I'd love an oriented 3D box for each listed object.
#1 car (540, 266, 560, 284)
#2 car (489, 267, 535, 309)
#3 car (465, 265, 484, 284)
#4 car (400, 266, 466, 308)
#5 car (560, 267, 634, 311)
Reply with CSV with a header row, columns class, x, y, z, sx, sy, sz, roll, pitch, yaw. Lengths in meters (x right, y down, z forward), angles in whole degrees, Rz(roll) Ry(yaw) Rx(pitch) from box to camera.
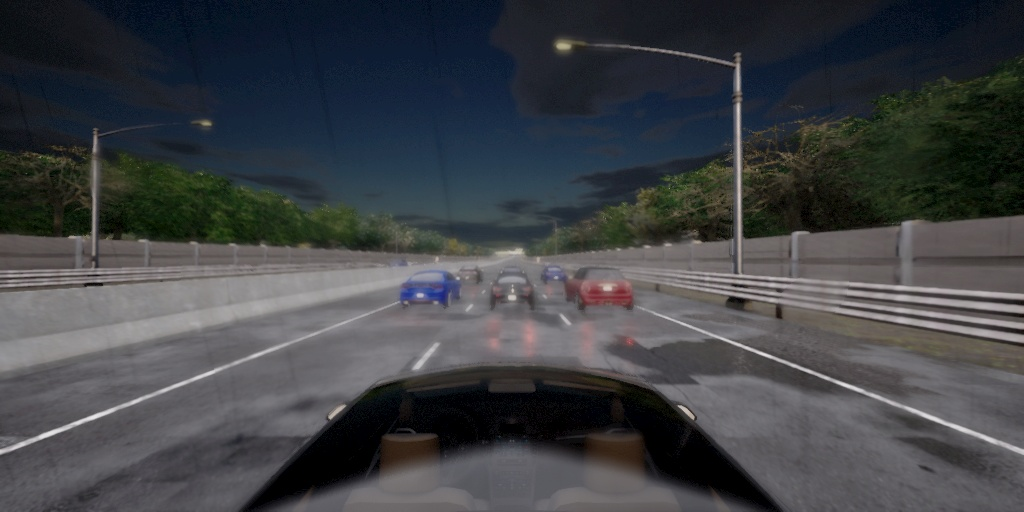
class,x,y,z,sx,sy,sz,roll,pitch,yaw
car,3.532,1.563,30.758,1.812,1.442,4.674,0,0,1
car,0.028,1.413,15.752,1.812,1.442,4.674,0,0,1
car,-3.474,1.527,30.365,2.128,1.511,4.902,0,0,1
car,-3.467,1.368,16.097,1.882,1.535,5.008,0,0,1
car,3.523,1.233,15.258,2.097,1.767,4.553,0,-1,1
